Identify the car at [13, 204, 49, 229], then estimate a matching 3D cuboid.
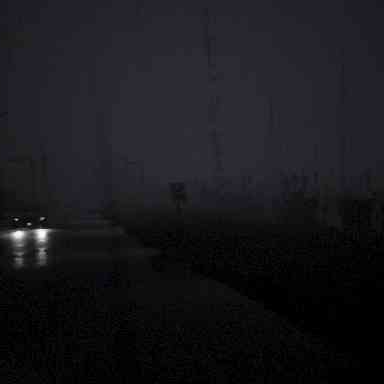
[{"bbox_3d":[-10.573,1.500,22.058,2.033,1.411,5.357,0,0,-22],"label":"car"}]
